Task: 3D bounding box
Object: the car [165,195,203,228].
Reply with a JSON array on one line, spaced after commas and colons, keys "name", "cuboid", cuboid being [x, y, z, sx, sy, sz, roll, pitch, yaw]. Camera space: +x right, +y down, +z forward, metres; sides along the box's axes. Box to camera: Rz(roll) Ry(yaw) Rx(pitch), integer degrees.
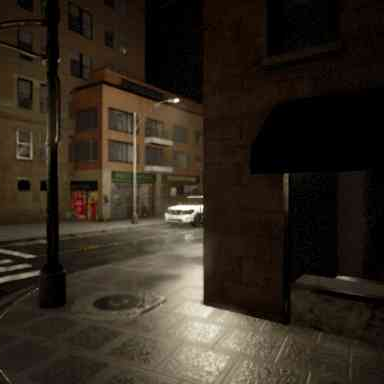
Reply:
[{"name": "car", "cuboid": [0.539, 1.249, 22.719, 2.150, 2.045, 5.566, 0, 0, 35]}]
